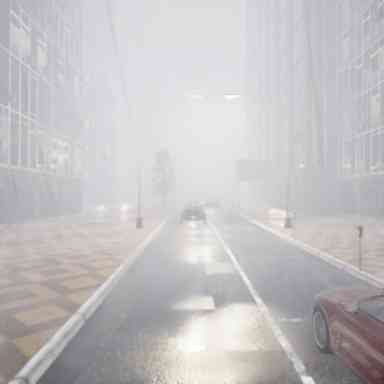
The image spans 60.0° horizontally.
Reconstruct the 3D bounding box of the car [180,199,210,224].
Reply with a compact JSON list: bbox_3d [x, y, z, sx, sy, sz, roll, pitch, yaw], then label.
[{"bbox_3d":[0.101,1.494,24.092,1.812,1.442,4.674,0,0,0],"label":"car"}]

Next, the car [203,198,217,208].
[{"bbox_3d":[2.573,1.531,47.764,1.802,1.307,4.206,1,0,0],"label":"car"}]

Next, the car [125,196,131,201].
[{"bbox_3d":[-17.459,1.701,82.903,4.403,1.369,2.008,0,-1,14],"label":"car"}]

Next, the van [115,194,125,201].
[{"bbox_3d":[-17.835,1.357,74.737,3.998,1.788,1.690,0,-1,14],"label":"van"}]

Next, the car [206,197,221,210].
[{"bbox_3d":[2.576,1.392,42.196,1.967,1.590,4.097,1,0,0],"label":"car"}]

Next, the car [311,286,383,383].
[{"bbox_3d":[2.577,1.577,3.223,1.802,1.307,4.206,1,0,0],"label":"car"}]
